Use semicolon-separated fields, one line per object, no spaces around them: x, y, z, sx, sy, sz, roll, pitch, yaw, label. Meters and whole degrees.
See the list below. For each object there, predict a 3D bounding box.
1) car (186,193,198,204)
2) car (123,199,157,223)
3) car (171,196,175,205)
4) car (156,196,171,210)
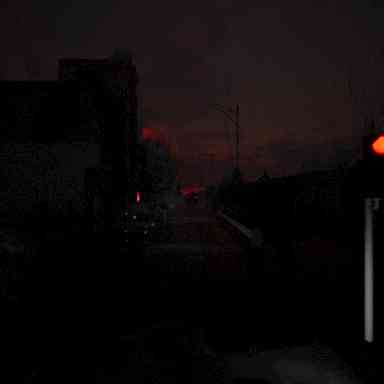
-0.020;1.257;66.372;2.150;2.045;5.566;0;0;0;car
-4.104;1.539;26.158;1.812;1.442;4.674;0;0;0;car
-4.081;1.526;60.912;2.128;1.511;4.902;0;0;0;car
-4.100;1.548;42.665;1.812;1.442;4.674;0;0;0;car
